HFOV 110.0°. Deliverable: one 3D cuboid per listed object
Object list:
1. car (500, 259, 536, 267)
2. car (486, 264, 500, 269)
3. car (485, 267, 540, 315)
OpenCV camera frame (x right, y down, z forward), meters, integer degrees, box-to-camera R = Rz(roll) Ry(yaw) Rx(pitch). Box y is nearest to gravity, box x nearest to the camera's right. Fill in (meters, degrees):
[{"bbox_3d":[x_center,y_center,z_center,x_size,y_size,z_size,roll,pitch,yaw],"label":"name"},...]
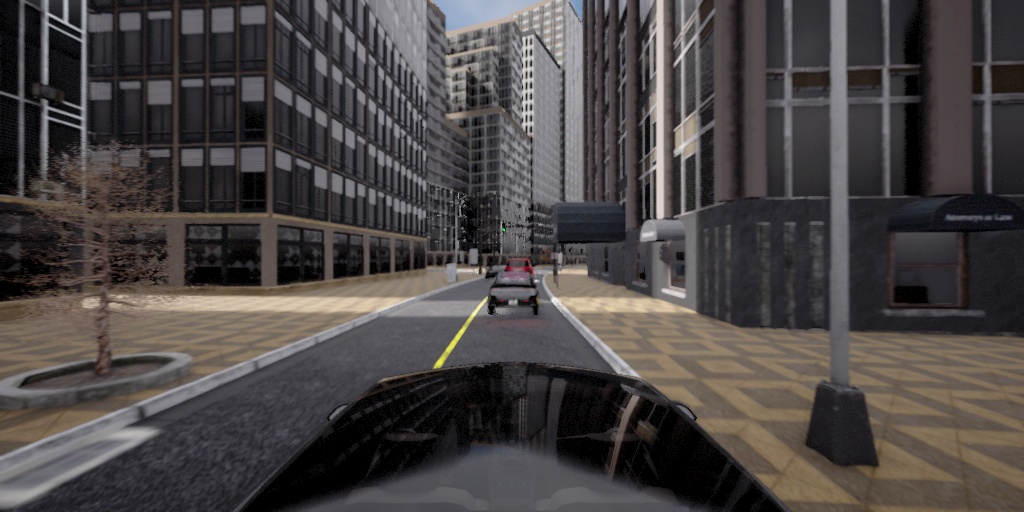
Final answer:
[{"bbox_3d":[0.634,1.235,28.114,2.150,2.045,5.566,0,0,5],"label":"car"},{"bbox_3d":[-1.502,1.605,36.171,1.837,1.490,4.892,0,-1,6],"label":"car"},{"bbox_3d":[0.100,1.358,14.291,2.128,1.511,4.902,0,0,2],"label":"car"}]
